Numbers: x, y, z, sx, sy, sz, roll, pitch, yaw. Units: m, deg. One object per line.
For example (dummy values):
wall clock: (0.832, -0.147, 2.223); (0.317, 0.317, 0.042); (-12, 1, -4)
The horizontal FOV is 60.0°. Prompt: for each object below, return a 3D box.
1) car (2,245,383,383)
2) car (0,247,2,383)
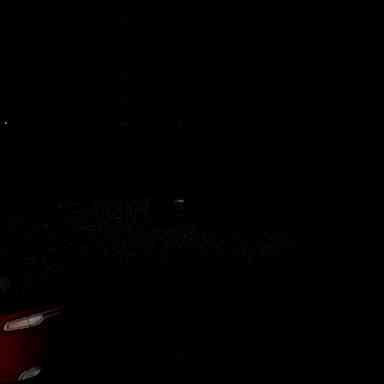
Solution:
car: (1.163, 1.314, 2.130); (5.009, 1.841, 2.192); (0, 0, 36)
car: (-3.142, 1.544, 5.202); (4.507, 1.381, 1.887); (0, 0, 36)
